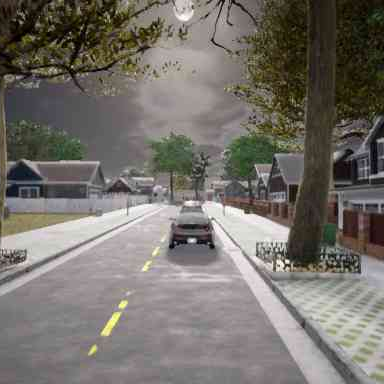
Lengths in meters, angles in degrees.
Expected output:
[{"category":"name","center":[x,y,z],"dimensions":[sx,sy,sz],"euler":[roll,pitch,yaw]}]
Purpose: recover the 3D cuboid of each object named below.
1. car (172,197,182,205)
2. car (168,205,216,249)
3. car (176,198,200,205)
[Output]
[{"category":"car","center":[-2.751,1.703,65.708],"dimensions":[2.097,1.767,4.553],"euler":[0,-1,0]},{"category":"car","center":[0.000,1.539,14.657],"dimensions":[1.837,1.490,4.892],"euler":[0,0,0]},{"category":"car","center":[0.000,1.554,29.664],"dimensions":[2.128,1.511,4.902],"euler":[0,0,0]}]
